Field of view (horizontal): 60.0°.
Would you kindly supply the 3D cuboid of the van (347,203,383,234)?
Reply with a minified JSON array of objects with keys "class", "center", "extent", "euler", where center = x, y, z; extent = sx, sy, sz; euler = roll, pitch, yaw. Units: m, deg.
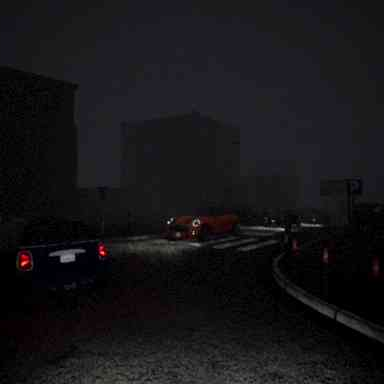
[{"class":"van","center":[12.026,1.675,19.953],"extent":[4.442,1.987,1.878],"euler":[0,-3,34]}]

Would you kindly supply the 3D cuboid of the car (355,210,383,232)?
[{"class":"car","center":[15.026,2.203,24.681],"extent":[5.008,1.535,2.097],"euler":[0,-4,33]}]

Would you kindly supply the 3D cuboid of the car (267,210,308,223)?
[{"class":"car","center":[12.286,3.141,42.835],"extent":[4.674,1.452,2.002],"euler":[0,-4,34]}]

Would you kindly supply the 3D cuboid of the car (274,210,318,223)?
[{"class":"car","center":[14.050,3.288,45.160],"extent":[5.366,1.575,1.946],"euler":[0,-4,34]}]

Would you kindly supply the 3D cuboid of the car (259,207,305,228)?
[{"class":"car","center":[7.511,2.127,27.367],"extent":[1.837,1.490,4.892],"euler":[0,-4,34]}]

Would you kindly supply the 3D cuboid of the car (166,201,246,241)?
[{"class":"car","center":[0.674,1.487,17.421],"extent":[2.097,1.767,4.553],"euler":[0,-2,36]}]

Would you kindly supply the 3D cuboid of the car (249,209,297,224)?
[{"class":"car","center":[9.295,2.776,38.285],"extent":[4.792,1.488,2.163],"euler":[0,-4,34]}]

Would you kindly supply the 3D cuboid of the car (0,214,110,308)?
[{"class":"car","center":[-3.915,1.367,8.319],"extent":[2.097,1.767,4.553],"euler":[0,0,-41]}]

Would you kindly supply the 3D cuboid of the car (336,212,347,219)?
[{"class":"car","center":[39.221,6.027,83.443],"extent":[5.566,2.045,2.435],"euler":[0,-4,34]}]

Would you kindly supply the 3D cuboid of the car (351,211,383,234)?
[{"class":"car","center":[13.486,2.068,22.308],"extent":[4.792,1.488,2.163],"euler":[0,-3,34]}]

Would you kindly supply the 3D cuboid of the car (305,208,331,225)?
[{"class":"car","center":[14.522,2.920,37.899],"extent":[2.128,1.511,4.902],"euler":[0,-4,34]}]

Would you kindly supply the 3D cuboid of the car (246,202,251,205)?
[{"class":"car","center":[6.150,2.249,33.546],"extent":[4.553,1.767,2.185],"euler":[0,-4,34]}]

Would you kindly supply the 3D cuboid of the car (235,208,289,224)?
[{"class":"car","center":[7.577,2.562,36.085],"extent":[5.366,1.575,1.946],"euler":[0,-4,34]}]

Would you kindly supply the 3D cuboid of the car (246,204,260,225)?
[{"class":"car","center":[4.575,2.198,31.240],"extent":[5.008,1.535,2.097],"euler":[0,-3,34]}]

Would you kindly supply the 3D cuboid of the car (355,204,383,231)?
[{"class":"car","center":[16.522,2.126,26.984],"extent":[5.566,2.045,2.435],"euler":[0,-4,34]}]

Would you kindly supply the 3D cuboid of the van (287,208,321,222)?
[{"class":"van","center":[16.818,3.421,49.875],"extent":[4.442,1.987,1.878],"euler":[0,-4,34]}]
